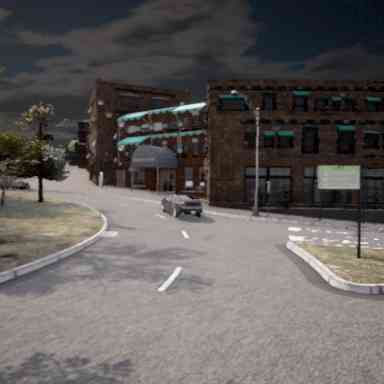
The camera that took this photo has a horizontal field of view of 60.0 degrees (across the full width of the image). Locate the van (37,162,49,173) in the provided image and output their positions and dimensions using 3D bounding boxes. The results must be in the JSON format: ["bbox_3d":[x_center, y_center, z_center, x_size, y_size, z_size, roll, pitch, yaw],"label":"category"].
[{"bbox_3d":[-37.332,-5.643,79.124,4.442,1.987,1.878,-2,8,-38],"label":"van"}]

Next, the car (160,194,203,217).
[{"bbox_3d":[-0.805,0.872,23.450,1.837,1.490,4.892,1,4,-22],"label":"car"}]

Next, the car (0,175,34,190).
[{"bbox_3d":[-22.265,-0.984,40.467,5.357,1.411,2.033,4,0,19],"label":"car"}]

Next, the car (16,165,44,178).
[{"bbox_3d":[-33.647,-4.016,67.602,5.366,1.575,1.946,-1,8,-38],"label":"car"}]
